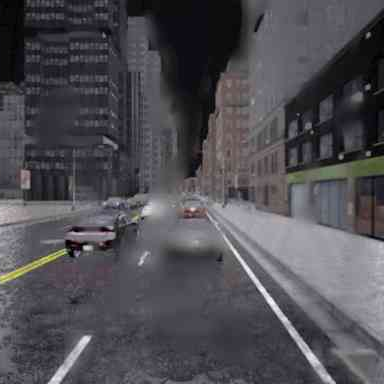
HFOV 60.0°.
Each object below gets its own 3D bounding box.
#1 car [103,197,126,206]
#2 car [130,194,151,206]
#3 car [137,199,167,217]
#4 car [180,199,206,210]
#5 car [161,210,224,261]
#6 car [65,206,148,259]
[{"bbox_3d":[-9.822,1.401,42.312,2.097,1.767,4.553,0,0,0],"label":"car"},{"bbox_3d":[-6.569,1.276,43.261,2.150,2.045,5.566,0,0,0],"label":"car"},{"bbox_3d":[-3.175,1.559,28.513,1.812,1.442,4.674,0,0,0],"label":"car"},{"bbox_3d":[0.067,1.382,27.359,2.097,1.767,4.553,0,0,0],"label":"car"},{"bbox_3d":[0.068,1.576,12.375,1.994,1.385,4.181,0,0,0],"label":"car"},{"bbox_3d":[-3.180,1.506,12.650,2.128,1.511,4.902,0,0,0],"label":"car"}]
